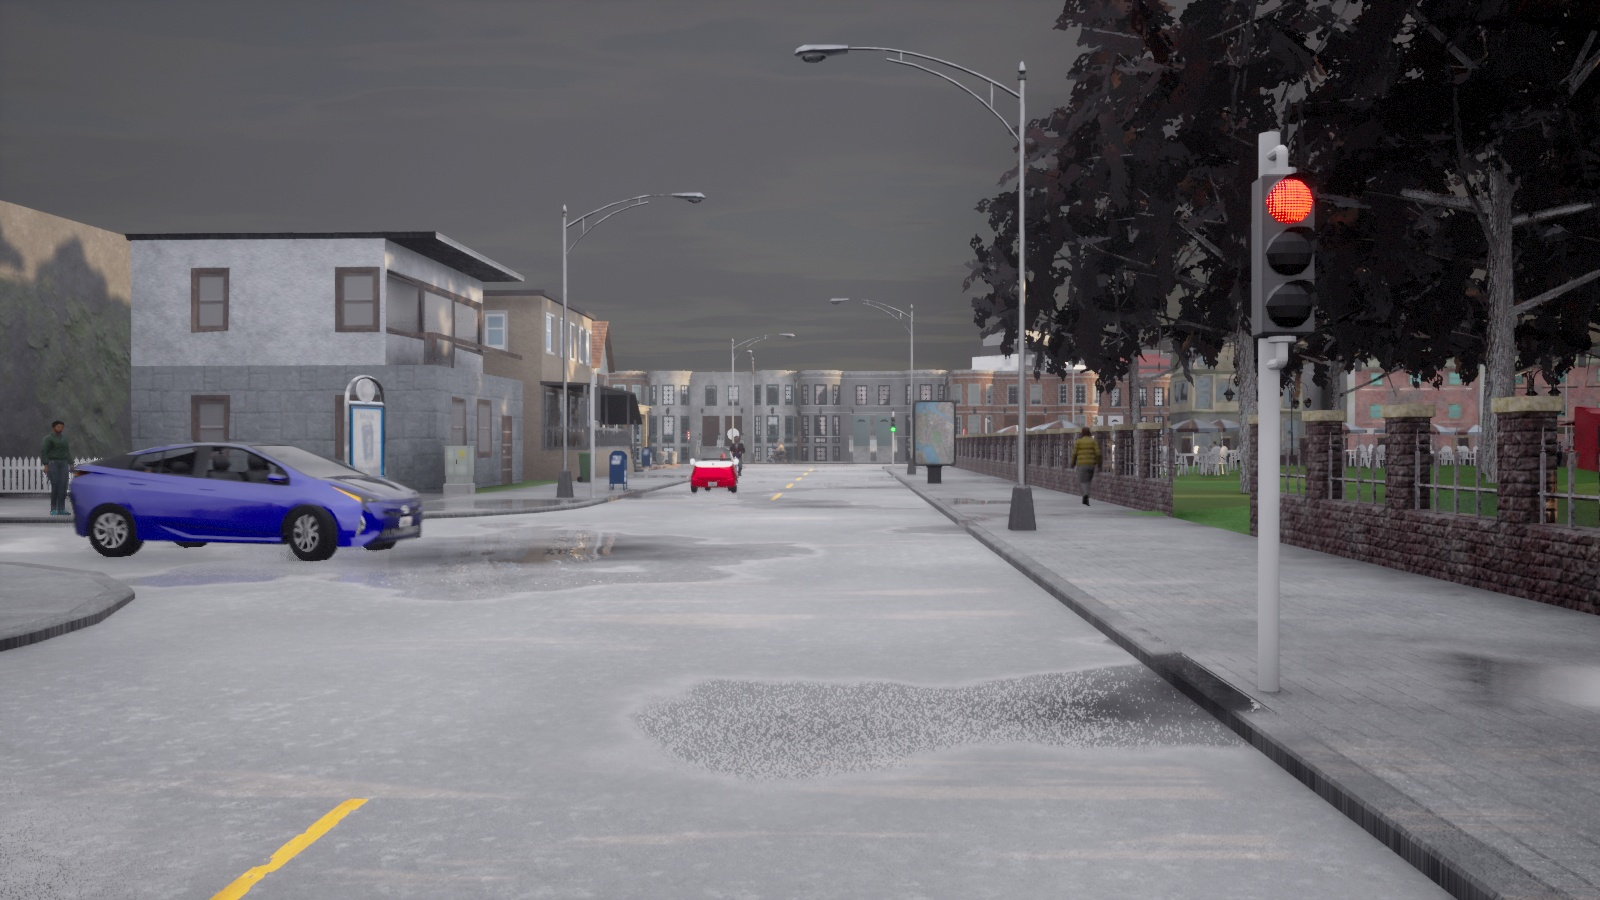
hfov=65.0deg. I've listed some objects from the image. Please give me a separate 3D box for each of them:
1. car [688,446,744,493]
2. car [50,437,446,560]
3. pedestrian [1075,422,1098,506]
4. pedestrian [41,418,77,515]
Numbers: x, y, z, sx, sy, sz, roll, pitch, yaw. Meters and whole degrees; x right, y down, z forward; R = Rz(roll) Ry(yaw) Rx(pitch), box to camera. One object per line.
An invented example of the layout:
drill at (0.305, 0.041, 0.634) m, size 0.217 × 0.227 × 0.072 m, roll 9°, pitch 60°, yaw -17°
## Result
car at (-2.562, 0.582, 38.474) m, size 1.481 × 1.376 × 2.207 m, roll 0°, pitch 0°, yaw 2°
car at (-7.320, 0.592, 16.860) m, size 4.514 × 1.525 × 2.007 m, roll 0°, pitch 0°, yaw 10°
pedestrian at (6.318, 0.305, 27.696) m, size 0.370 × 1.835 × 0.726 m, roll 0°, pitch 0°, yaw 2°
pedestrian at (-14.293, 0.308, 24.213) m, size 0.614 × 1.847 × 0.353 m, roll 0°, pitch 0°, yaw 32°
